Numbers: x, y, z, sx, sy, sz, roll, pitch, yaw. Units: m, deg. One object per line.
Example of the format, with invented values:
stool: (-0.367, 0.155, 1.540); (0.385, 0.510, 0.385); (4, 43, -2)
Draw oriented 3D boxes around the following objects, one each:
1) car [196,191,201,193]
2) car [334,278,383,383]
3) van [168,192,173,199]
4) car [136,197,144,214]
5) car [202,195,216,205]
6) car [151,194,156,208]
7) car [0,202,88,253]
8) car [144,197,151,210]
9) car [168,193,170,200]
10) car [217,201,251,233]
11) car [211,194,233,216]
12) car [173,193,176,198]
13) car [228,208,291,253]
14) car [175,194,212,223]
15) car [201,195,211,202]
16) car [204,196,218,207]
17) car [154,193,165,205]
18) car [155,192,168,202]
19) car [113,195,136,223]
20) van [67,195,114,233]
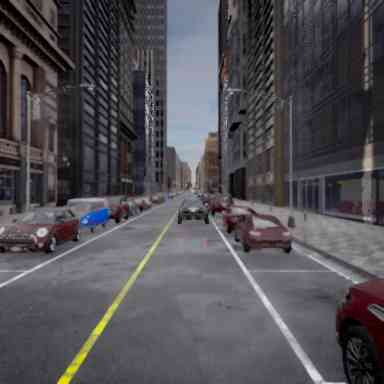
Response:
car: (2.619, 1.035, 91.832); (1.887, 1.381, 4.507); (1, 0, 0)
car: (2.676, 1.305, 1.840); (2.192, 1.841, 5.009); (1, 0, 0)
van: (-5.894, 0.927, 74.958); (1.690, 1.788, 3.998); (1, 0, 0)
car: (-5.869, 1.394, 29.963); (2.008, 1.369, 4.403); (1, 0, 0)
car: (2.643, 1.266, 52.462); (2.008, 1.369, 4.403); (1, 0, 0)
car: (-5.875, 1.306, 41.042); (1.752, 1.417, 4.829); (1, 0, 0)
car: (-5.858, 1.373, 13.088); (1.967, 1.590, 4.097); (1, 0, 0)
car: (-5.872, 1.356, 35.587); (1.887, 1.381, 4.507); (1, 0, 0)
car: (-5.890, 1.201, 63.710); (2.008, 1.369, 4.403); (1, 0, 0)
car: (2.663, 1.448, 18.715); (1.887, 1.381, 4.507); (1, 0, 0)
car: (2.659, 1.158, 29.963); (2.192, 1.841, 5.009); (1, 0, 0)
car: (-5.904, 1.088, 86.208); (1.947, 1.339, 4.313); (1, 0, 0)
car: (2.667, 1.515, 13.091); (1.802, 1.307, 4.206); (1, 0, 0)
car: (0.084, 1.226, 24.073); (2.097, 1.767, 4.553); (0, 0, 0)
car: (2.636, 1.232, 63.711); (1.802, 1.307, 4.206); (1, 0, 0)
car: (2.646, 1.329, 46.837); (1.802, 1.307, 4.206); (1, 0, 0)
car: (-5.883, 1.260, 52.461); (1.887, 1.381, 4.507); (1, 0, 0)
car: (-5.883, 0.998, 58.084); (2.192, 1.841, 5.009); (1, 0, 0)
car: (-5.863, 1.189, 24.337); (2.192, 1.841, 5.009); (1, 0, 0)
van: (-5.860, 1.245, 18.712); (1.690, 1.788, 3.998); (1, 0, 0)
